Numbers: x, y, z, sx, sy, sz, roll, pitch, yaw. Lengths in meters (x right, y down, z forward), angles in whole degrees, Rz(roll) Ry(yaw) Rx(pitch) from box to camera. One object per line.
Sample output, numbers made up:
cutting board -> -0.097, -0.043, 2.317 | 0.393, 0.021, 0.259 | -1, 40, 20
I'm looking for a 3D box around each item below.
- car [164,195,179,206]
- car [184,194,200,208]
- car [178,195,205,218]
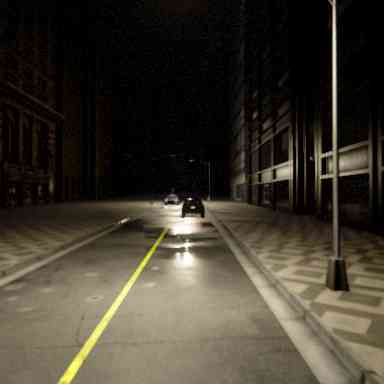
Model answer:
car -> -3.065, 1.209, 51.073 | 2.097, 1.767, 4.553 | 0, 0, 0
car -> 0.029, 1.221, 46.742 | 2.097, 1.767, 4.553 | 0, 0, 0
car -> 0.094, 1.346, 29.538 | 2.033, 1.649, 4.856 | 0, 0, 0
